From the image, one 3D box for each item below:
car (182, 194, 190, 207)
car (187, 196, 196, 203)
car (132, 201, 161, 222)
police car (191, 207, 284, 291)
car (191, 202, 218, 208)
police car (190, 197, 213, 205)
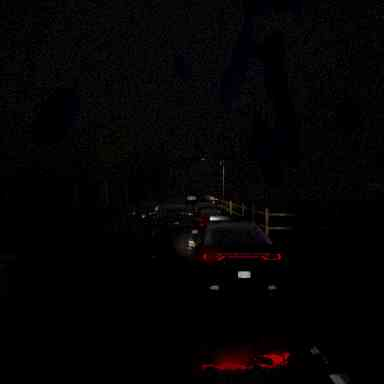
[{"bbox_3d":[-0.048,1.503,50.928,2.128,1.511,4.902,0,0,0],"label":"car"},{"bbox_3d":[-0.150,1.595,69.562,1.895,1.301,4.718,0,0,0],"label":"car"},{"bbox_3d":[-3.560,1.515,26.680,1.837,1.490,4.892,0,1,0],"label":"car"},{"bbox_3d":[1.030,1.432,9.167,1.930,1.638,5.238,0,0,0],"label":"police car"},{"bbox_3d":[1.009,1.537,19.065,1.812,1.442,4.674,0,0,0],"label":"car"},{"bbox_3d":[0.995,1.437,25.180,1.930,1.638,5.238,0,0,0],"label":"police car"}]
